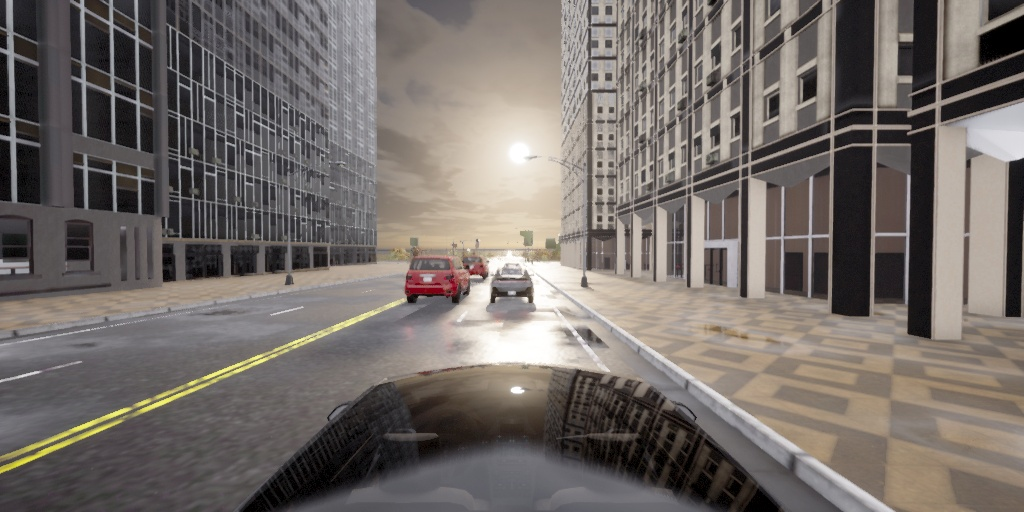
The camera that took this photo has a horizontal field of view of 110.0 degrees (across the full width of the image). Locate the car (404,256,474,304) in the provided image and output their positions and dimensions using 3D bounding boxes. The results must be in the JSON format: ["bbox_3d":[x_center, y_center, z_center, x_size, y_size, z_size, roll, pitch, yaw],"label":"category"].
[{"bbox_3d":[-3.250,1.000,16.531,2.150,2.045,5.566,0,0,0],"label":"car"}]

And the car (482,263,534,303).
[{"bbox_3d":[0.000,1.237,16.503,2.128,1.511,4.902,0,0,0],"label":"car"}]

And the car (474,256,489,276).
[{"bbox_3d":[-3.250,0.988,31.533,2.150,2.045,5.566,0,0,0],"label":"car"}]
